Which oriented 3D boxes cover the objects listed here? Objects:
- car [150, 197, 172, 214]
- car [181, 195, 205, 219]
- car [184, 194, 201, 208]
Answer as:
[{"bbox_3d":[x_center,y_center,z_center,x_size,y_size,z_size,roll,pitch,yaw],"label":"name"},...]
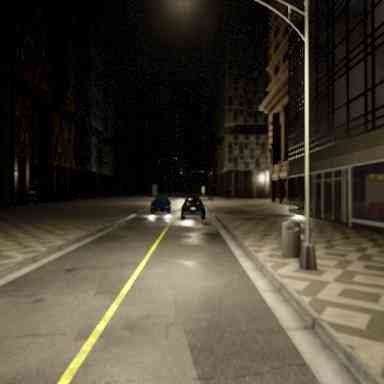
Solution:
[{"bbox_3d":[-3.062,1.316,33.528,1.882,1.535,5.008,0,0,1],"label":"car"},{"bbox_3d":[0.084,1.301,27.365,2.033,1.649,4.856,0,1,0],"label":"car"},{"bbox_3d":[0.076,1.136,44.153,2.097,1.767,4.553,0,0,0],"label":"car"}]
